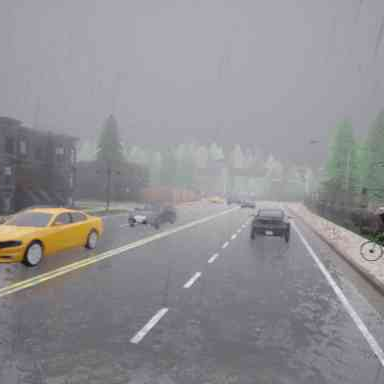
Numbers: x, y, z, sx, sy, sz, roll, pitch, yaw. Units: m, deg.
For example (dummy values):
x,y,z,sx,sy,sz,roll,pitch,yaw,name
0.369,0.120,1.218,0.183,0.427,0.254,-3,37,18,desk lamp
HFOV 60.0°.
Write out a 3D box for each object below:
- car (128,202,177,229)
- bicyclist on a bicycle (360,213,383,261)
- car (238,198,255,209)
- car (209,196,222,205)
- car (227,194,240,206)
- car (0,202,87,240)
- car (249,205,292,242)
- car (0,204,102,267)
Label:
x,y,z,sx,sy,sz,roll,pitch,yaw,name
-2.348,1.379,21.035,2.128,1.511,4.902,2,0,14,car
6.452,1.531,10.955,1.656,1.620,0.582,2,0,14,bicyclist on a bicycle
8.521,1.866,50.146,1.895,1.301,4.718,2,0,14,car
4.588,1.579,63.976,1.882,1.535,5.008,2,0,14,car
7.990,1.451,63.107,2.150,2.045,5.566,2,0,14,car
-7.170,1.276,16.163,1.994,1.385,4.181,2,0,14,car
4.139,1.641,17.520,1.837,1.490,4.892,2,0,14,car
-4.835,1.283,11.003,1.882,1.535,5.008,2,0,14,car
